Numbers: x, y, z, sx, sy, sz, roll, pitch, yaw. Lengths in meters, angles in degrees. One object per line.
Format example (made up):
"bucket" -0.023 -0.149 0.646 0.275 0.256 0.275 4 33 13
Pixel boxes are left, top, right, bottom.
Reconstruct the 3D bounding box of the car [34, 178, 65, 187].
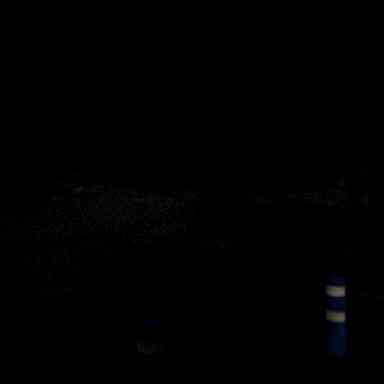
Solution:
"car" -27.953 -1.872 65.419 1.946 1.575 5.366 5 5 33

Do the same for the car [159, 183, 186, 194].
"car" -3.078 -0.411 60.306 2.097 1.535 5.008 5 4 35

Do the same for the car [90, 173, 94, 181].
"car" -24.043 -3.445 89.390 1.946 1.575 5.366 6 5 33

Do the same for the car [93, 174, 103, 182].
"car" -22.139 -3.446 87.155 2.435 2.045 5.566 5 4 33

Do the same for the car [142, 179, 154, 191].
"car" -6.507 -1.166 65.156 2.435 2.045 5.566 6 5 35

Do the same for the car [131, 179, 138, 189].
"car" -9.957 -1.547 70.060 2.185 1.767 4.553 5 4 35

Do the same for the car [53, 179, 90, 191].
"car" -19.208 -0.755 53.546 2.185 1.767 4.553 5 6 33

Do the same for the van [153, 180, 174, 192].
"van" -4.714 -0.892 62.836 1.878 1.987 4.442 5 4 35

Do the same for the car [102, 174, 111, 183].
"car" -18.602 -2.940 82.312 2.435 2.045 5.566 5 4 34

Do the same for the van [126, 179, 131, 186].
"van" -11.592 -1.903 72.624 1.878 1.987 4.442 5 4 35

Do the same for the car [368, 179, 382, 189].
"car" 40.357 -1.471 71.376 4.792 1.488 2.163 -2 4 16

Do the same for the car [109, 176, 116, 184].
"car" -16.862 -2.406 79.891 2.163 1.488 4.792 5 4 34

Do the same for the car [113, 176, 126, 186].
"car" -15.123 -2.180 77.431 2.231 1.521 4.892 6 5 34

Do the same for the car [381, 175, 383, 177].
"car" 46.984 -2.567 81.100 4.553 1.767 2.185 -2 3 14

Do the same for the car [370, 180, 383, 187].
"car" 43.752 -1.935 76.210 4.674 1.452 2.002 -2 3 15

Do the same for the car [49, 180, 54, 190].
"car" -21.017 -0.844 55.856 2.163 1.488 4.792 5 6 33

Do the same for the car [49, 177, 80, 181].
"car" -22.746 -1.248 58.241 2.185 1.767 4.553 5 6 33

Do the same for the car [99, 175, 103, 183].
"car" -20.397 -2.941 84.733 2.231 1.521 4.892 5 4 34

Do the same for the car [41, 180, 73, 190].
"car" -24.544 -1.368 60.573 2.097 1.535 5.008 4 5 33

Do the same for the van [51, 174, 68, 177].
"van" -26.356 -1.833 62.805 1.878 1.987 4.442 5 6 33

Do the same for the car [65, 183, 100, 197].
"car" -15.690 -0.095 48.843 2.002 1.452 4.674 4 5 33

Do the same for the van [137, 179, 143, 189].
"van" -8.276 -1.391 67.532 1.878 1.987 4.442 6 5 35

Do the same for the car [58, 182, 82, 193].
"car" -17.447 -0.354 51.214 2.163 1.488 4.792 4 5 33
